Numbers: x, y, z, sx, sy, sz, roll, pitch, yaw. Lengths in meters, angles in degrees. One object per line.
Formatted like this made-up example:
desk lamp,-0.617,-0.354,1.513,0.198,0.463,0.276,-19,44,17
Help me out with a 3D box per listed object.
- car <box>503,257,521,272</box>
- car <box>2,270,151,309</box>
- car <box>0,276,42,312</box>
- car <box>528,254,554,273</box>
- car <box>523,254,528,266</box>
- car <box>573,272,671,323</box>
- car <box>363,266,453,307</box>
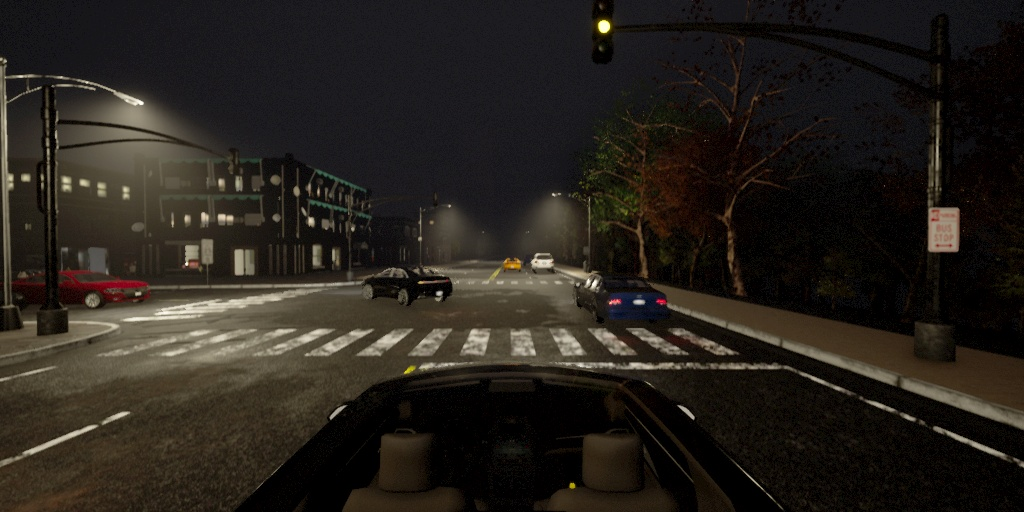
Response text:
car,0.022,1.032,41.936,1.882,1.535,5.008,0,0,0
car,-18.448,1.370,15.264,5.008,1.535,1.882,-1,1,-1
car,-19.968,1.516,12.544,4.313,1.339,1.948,0,0,0
car,3.277,0.789,39.142,2.150,2.045,5.566,0,0,0
car,3.134,0.671,63.509,2.150,2.045,5.566,0,1,0
car,3.329,1.249,11.917,2.033,1.411,5.357,0,0,0
car,-4.538,1.177,15.163,4.902,1.511,2.128,0,0,42
